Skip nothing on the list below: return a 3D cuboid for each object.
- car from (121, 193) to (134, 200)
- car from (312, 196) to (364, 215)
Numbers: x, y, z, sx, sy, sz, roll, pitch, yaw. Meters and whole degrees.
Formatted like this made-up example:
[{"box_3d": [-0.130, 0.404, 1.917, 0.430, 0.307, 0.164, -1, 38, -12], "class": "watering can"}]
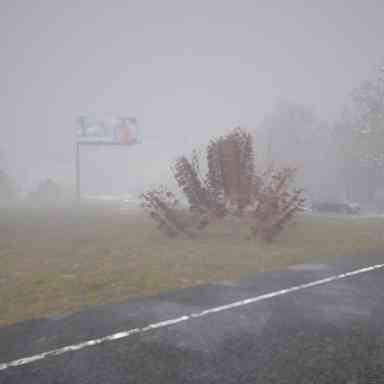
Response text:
[{"box_3d": [-14.704, 1.057, 75.423, 1.812, 1.442, 4.674, 0, 0, -29], "class": "car"}, {"box_3d": [13.954, 1.214, 31.952, 2.097, 1.767, 4.553, 0, 0, -34], "class": "car"}]
